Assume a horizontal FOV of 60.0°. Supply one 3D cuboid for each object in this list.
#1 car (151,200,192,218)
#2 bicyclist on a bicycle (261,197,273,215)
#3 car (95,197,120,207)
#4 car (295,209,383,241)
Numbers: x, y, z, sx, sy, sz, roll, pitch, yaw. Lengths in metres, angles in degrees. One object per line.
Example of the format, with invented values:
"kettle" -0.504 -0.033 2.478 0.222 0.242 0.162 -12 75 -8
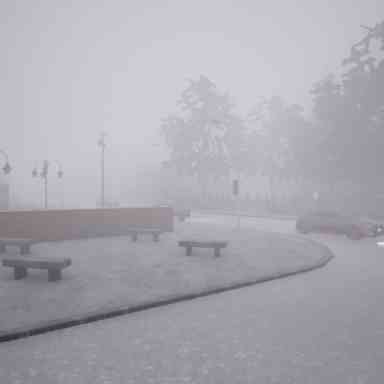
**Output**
"car" -1.920 1.500 29.590 1.837 1.490 4.892 0 0 -35
"bicyclist on a bicycle" 7.062 1.343 31.440 1.656 1.620 0.582 0 0 -35
"car" -10.834 1.308 42.267 1.882 1.535 5.008 0 0 -35
"car" 7.370 1.560 16.816 1.994 1.385 4.181 0 0 -38
